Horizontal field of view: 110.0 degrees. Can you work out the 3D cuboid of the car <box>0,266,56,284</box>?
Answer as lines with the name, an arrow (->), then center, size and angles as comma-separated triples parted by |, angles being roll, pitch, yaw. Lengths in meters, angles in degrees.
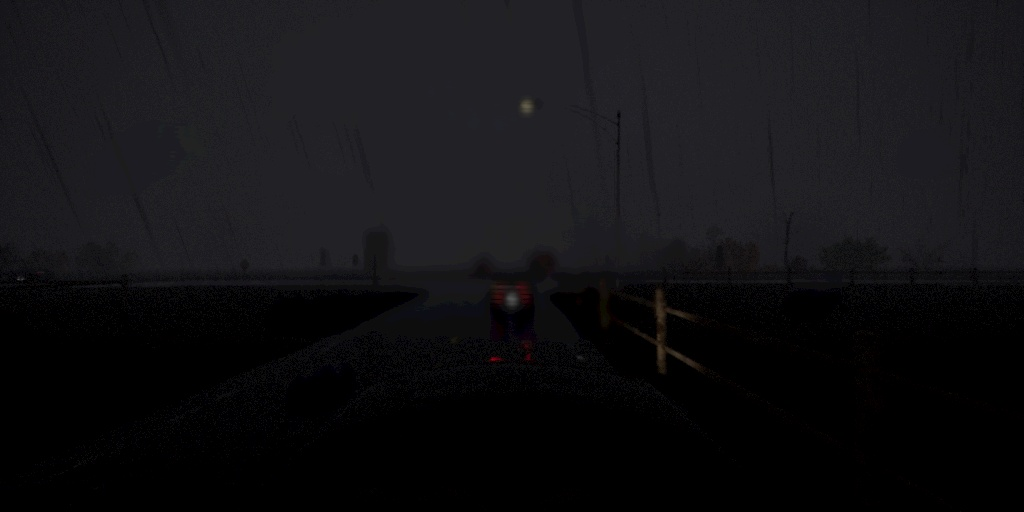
car -> -43.719, 1.655, 31.857 | 4.902, 1.511, 2.128 | 0, -1, 1

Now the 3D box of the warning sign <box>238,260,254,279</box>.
warning sign -> -25.391, 1.244, 34.137 | 1.060, 1.860, 1.300 | 0, 0, 0

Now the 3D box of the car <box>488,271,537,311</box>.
car -> 0.023, 1.374, 15.294 | 2.128, 1.511, 4.902 | 0, 0, 1
